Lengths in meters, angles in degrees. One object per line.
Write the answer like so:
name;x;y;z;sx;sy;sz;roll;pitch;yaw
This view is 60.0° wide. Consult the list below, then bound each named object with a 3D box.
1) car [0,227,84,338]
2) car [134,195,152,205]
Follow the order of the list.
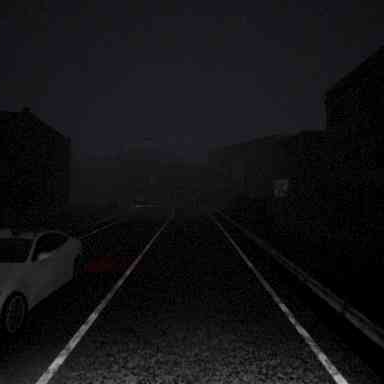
car;-3.601;1.486;6.653;1.812;1.442;4.674;0;0;0
car;-7.477;1.205;50.216;1.812;1.442;4.674;1;0;-24
